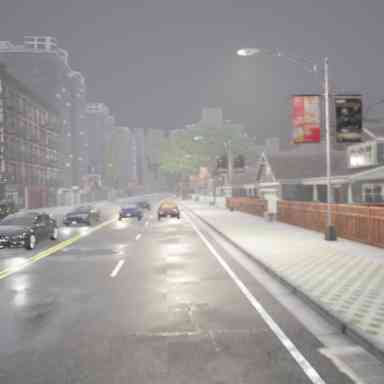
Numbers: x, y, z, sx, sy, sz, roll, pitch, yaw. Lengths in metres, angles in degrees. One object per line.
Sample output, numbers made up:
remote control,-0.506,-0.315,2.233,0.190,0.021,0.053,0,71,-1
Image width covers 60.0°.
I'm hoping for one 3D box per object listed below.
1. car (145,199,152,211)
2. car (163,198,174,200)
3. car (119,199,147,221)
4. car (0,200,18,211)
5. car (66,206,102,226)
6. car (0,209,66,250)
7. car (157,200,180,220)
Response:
car,-6.363,1.675,43.884,1.837,1.490,4.892,-1,0,-4
car,-3.134,1.566,44.264,1.882,1.535,5.008,-1,0,-4
car,-5.277,1.669,29.139,1.812,1.442,4.674,-1,0,-4
car,-11.063,1.509,17.524,2.150,2.045,5.566,-1,0,-4
car,-8.377,1.769,25.832,2.033,1.411,5.357,-1,0,-4
car,-7.633,1.705,15.257,1.837,1.490,4.892,-1,0,-4
car,-2.007,1.662,28.887,1.895,1.301,4.718,-1,0,-4
